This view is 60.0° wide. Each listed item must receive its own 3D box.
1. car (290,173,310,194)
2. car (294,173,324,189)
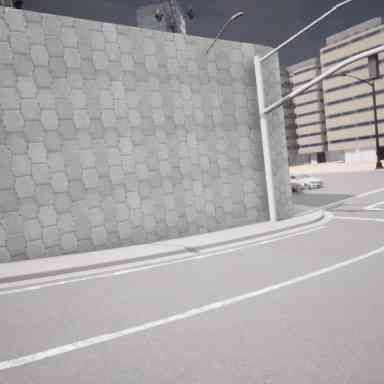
[{"bbox_3d":[7.149,-0.462,28.180,1.812,1.442,4.674,-10,6,-35],"label":"car"},{"bbox_3d":[9.718,-0.977,30.515,1.812,1.442,4.674,-10,7,-35],"label":"car"}]
